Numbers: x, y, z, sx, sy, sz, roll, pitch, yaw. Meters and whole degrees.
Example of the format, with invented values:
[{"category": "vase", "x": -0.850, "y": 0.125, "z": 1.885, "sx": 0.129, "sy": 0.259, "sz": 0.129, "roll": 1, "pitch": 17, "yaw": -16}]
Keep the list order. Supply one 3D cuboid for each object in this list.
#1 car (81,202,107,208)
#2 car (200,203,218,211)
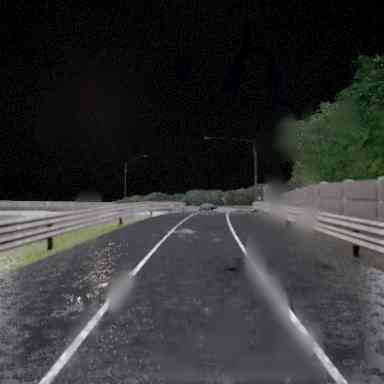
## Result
[{"category": "car", "x": -14.733, "y": 2.335, "z": 52.904, "sx": 5.357, "sy": 1.411, "sz": 2.033, "roll": 3, "pitch": -4, "yaw": -38}, {"category": "car", "x": 3.638, "y": 3.234, "z": 71.113, "sx": 2.097, "sy": 1.767, "sz": 4.553, "roll": -2, "pitch": -4, "yaw": 37}]
